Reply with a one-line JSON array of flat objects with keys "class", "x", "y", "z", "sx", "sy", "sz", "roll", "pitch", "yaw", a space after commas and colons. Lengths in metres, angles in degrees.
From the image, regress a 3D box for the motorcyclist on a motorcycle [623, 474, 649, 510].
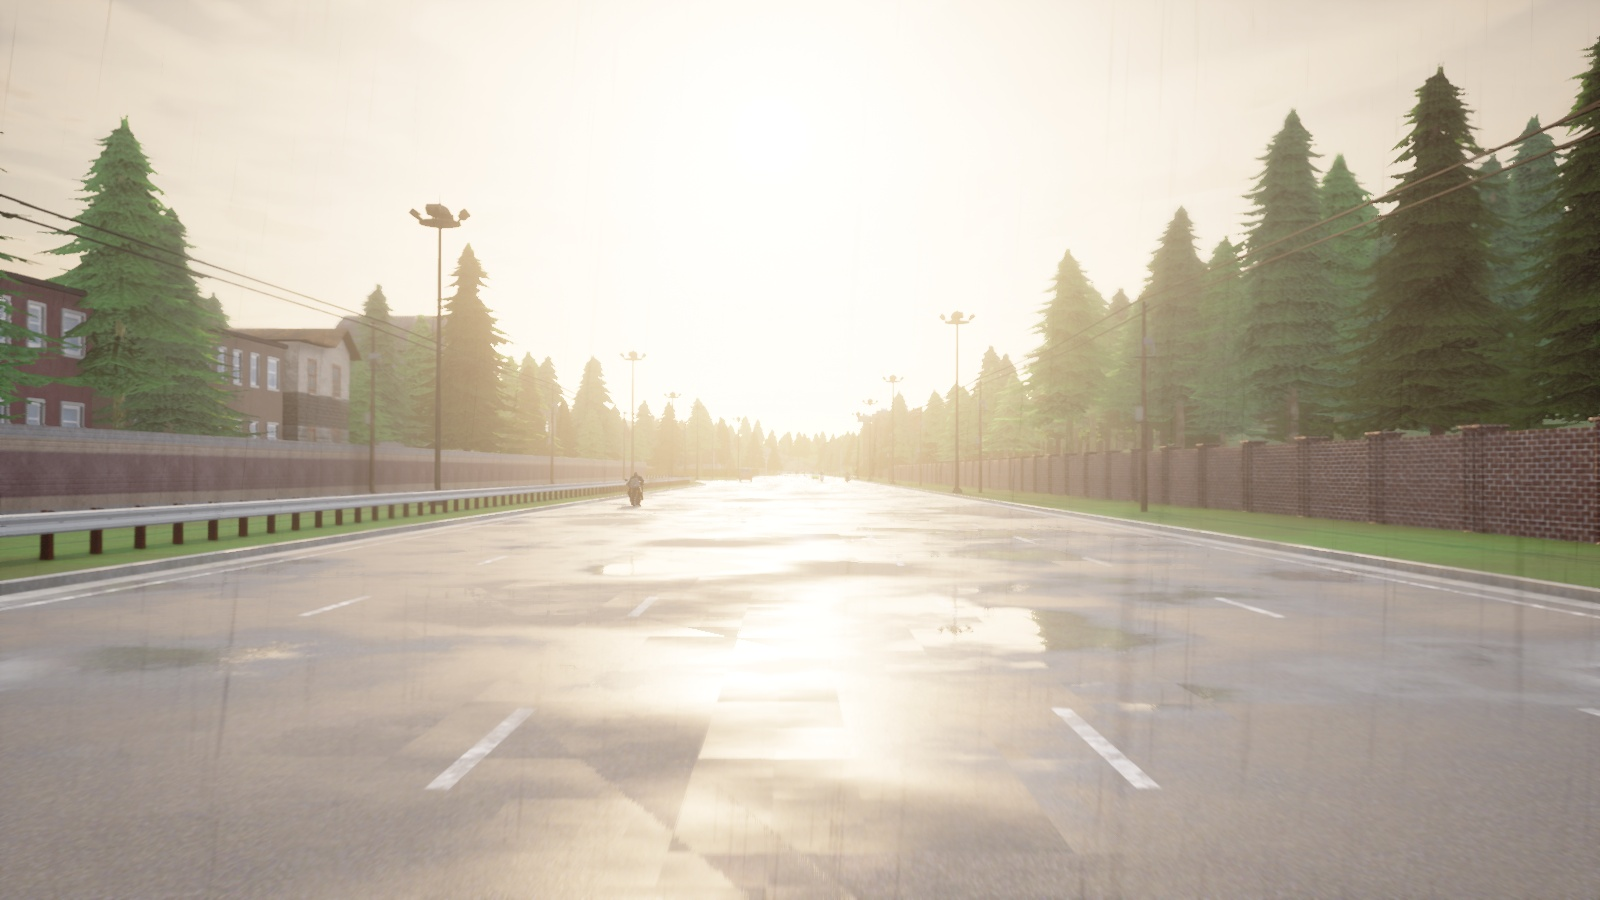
[{"class": "motorcyclist on a motorcycle", "x": -7.131, "y": 1.794, "z": 54.730, "sx": 0.866, "sy": 1.530, "sz": 2.191, "roll": 0, "pitch": -1, "yaw": 0}]
